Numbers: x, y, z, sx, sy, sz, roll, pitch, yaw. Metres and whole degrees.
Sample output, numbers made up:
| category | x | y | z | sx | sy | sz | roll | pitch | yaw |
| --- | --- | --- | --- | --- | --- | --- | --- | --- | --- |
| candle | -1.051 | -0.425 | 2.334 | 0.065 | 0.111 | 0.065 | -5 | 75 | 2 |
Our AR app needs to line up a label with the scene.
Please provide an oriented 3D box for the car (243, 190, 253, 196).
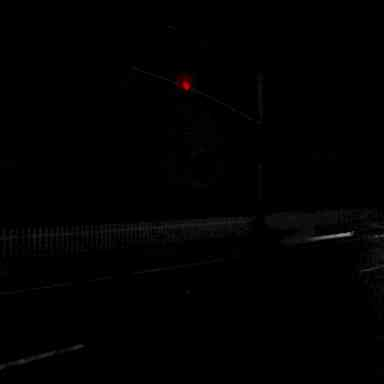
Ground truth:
| category | x | y | z | sx | sy | sz | roll | pitch | yaw |
| --- | --- | --- | --- | --- | --- | --- | --- | --- | --- |
| car | 9.341 | 0.344 | 67.486 | 2.128 | 1.511 | 4.902 | 0 | 6 | -37 |

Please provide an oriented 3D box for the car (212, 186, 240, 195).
| category | x | y | z | sx | sy | sz | roll | pitch | yaw |
| --- | --- | --- | --- | --- | --- | --- | --- | --- | --- |
| car | 6.301 | 0.015 | 65.695 | 2.150 | 2.045 | 5.566 | 0 | 6 | -37 |
